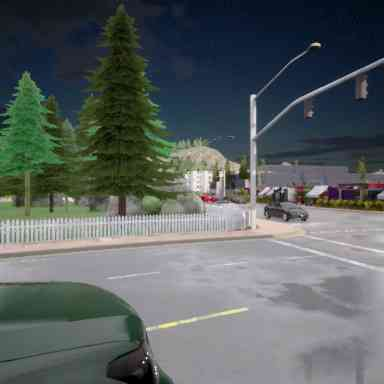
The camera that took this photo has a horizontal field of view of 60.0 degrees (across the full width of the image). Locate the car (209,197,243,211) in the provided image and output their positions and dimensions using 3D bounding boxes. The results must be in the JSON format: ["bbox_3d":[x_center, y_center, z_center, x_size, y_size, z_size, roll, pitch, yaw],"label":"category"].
[{"bbox_3d":[4.001,1.656,39.991,1.895,1.301,4.718,0,0,-16],"label":"car"}]

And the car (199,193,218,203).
[{"bbox_3d":[2.844,1.277,69.594,2.150,2.045,5.566,0,0,-17],"label":"car"}]

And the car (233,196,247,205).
[{"bbox_3d":[8.616,1.547,62.284,2.128,1.511,4.902,0,0,-16],"label":"car"}]

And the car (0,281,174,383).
[{"bbox_3d":[-2.779,1.221,1.653,5.566,2.045,2.150,0,0,-36],"label":"car"}]

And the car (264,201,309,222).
[{"bbox_3d":[7.671,1.560,27.462,1.837,1.490,4.892,0,0,-16],"label":"car"}]
